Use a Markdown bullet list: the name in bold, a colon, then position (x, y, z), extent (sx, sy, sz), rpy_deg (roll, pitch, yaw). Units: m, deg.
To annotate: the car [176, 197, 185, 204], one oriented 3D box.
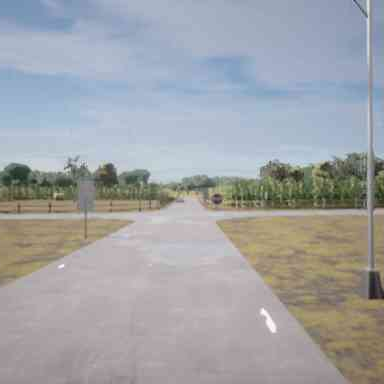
- **car**: position (-2.768, 1.913, 77.465), extent (1.812, 1.442, 4.674), rpy_deg (0, 0, 0)
